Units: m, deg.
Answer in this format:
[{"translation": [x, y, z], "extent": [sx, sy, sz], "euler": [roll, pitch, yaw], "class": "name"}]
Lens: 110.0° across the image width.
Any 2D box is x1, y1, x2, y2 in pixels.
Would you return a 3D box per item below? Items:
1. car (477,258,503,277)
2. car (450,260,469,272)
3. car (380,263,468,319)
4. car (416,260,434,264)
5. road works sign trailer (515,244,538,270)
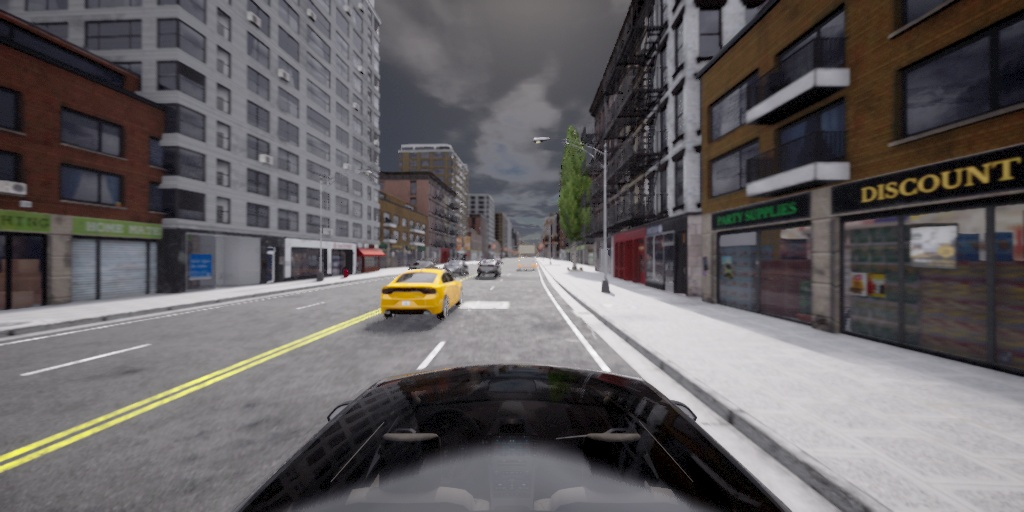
[{"translation": [-2.069, 1.171, 33.682], "extent": [2.128, 1.511, 4.902], "euler": [0, 0, 3], "class": "car"}, {"translation": [-5.452, 1.166, 34.951], "extent": [2.128, 1.511, 4.902], "euler": [0, 0, 4], "class": "car"}, {"translation": [-2.983, 1.198, 12.766], "extent": [1.882, 1.535, 5.008], "euler": [0, 0, 1], "class": "car"}, {"translation": [-8.699, 1.176, 35.076], "extent": [1.837, 1.490, 4.892], "euler": [0, 0, 4], "class": "car"}, {"translation": [1.981, 0.117, 48.897], "extent": [2.380, 3.560, 2.880], "euler": [0, 0, 3], "class": "road works sign trailer"}]
